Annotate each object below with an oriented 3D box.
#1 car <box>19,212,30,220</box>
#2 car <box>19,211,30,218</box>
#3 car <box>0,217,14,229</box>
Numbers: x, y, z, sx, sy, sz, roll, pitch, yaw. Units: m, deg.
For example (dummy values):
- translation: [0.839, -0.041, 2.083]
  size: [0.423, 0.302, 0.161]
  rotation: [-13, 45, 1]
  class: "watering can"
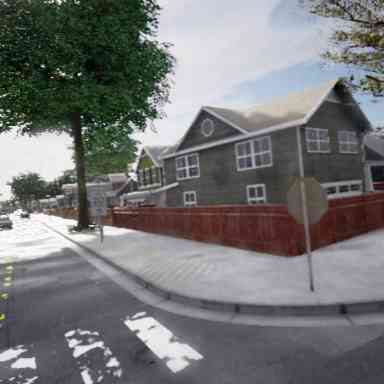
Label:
- translation: [-37.433, 5.181, 74.453]
  size: [2.097, 1.767, 4.553]
  rotation: [-5, 0, -27]
  class: "car"
- translation: [-42.063, 5.695, 83.408]
  size: [2.128, 1.511, 4.902]
  rotation: [-5, 0, -27]
  class: "car"
- translation: [-23.481, 3.925, 41.542]
  size: [1.837, 1.490, 4.892]
  rotation: [-5, 0, -27]
  class: "car"
